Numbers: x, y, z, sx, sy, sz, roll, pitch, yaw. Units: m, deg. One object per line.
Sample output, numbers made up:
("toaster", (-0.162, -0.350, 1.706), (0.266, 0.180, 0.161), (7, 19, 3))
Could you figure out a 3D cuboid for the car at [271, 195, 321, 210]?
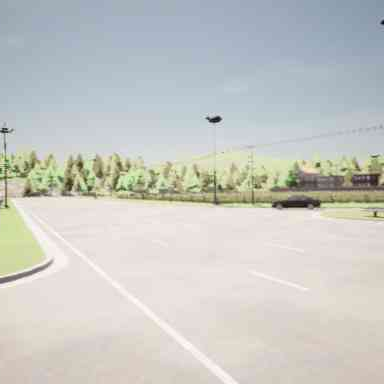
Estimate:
("car", (10.812, 1.071, 34.788), (5.008, 1.535, 1.882), (-1, 0, 17))
